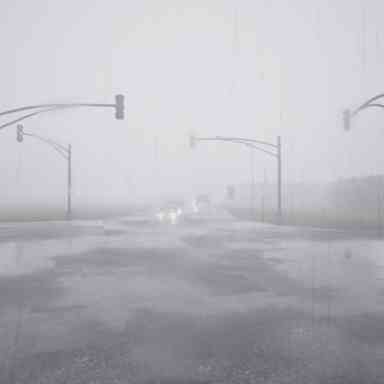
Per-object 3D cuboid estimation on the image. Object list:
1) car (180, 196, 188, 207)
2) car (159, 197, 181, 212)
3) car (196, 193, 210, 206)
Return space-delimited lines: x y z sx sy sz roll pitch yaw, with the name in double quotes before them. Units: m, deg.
"car" -2.206 1.484 49.653 2.128 1.511 4.902 0 0 3
"car" -2.700 1.599 39.588 1.895 1.301 4.718 0 0 3
"car" 1.869 1.206 56.336 2.150 2.045 5.566 0 0 3
